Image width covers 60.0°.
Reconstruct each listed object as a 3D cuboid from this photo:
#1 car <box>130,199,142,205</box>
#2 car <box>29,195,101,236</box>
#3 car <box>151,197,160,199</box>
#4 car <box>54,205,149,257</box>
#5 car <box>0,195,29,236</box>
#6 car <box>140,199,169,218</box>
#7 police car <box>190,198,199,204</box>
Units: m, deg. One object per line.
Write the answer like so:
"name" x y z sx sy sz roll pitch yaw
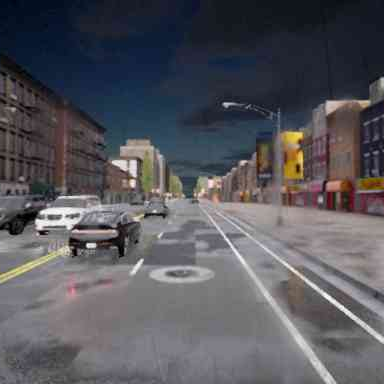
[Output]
"car" -9.784 1.981 59.199 1.895 1.301 4.718 0 -1 1
"car" -6.600 1.197 18.660 2.150 2.045 5.566 0 0 0
"car" -6.542 1.734 59.309 2.097 1.767 4.553 0 -1 1
"car" -3.151 1.461 12.827 2.128 1.511 4.902 0 0 0
"car" -9.850 1.197 18.660 2.150 2.045 5.566 0 0 0
"car" -3.152 1.594 30.118 1.994 1.385 4.181 0 0 0
"police car" 0.975 2.534 95.294 1.930 1.638 5.238 0 -1 0
